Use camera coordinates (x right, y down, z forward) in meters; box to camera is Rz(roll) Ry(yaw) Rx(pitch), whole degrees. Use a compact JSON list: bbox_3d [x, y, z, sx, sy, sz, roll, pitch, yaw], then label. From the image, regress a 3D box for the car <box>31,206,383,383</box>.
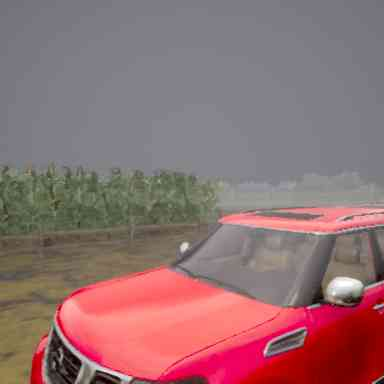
[{"bbox_3d":[1.215,1.233,3.930,5.566,2.045,2.150,1,0,-35],"label":"car"}]
